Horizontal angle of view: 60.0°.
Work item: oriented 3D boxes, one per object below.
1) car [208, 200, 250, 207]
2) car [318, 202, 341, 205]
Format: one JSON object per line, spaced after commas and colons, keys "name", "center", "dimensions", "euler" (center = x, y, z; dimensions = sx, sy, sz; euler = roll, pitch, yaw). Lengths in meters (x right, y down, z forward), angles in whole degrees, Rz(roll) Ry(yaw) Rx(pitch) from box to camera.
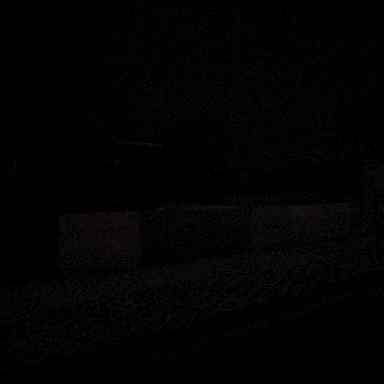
{"name": "car", "center": [3.808, 1.617, 34.614], "dimensions": [4.902, 1.511, 2.128], "euler": [0, 3, 41]}
{"name": "car", "center": [12.223, 1.619, 27.899], "dimensions": [4.902, 1.511, 2.128], "euler": [0, 3, 37]}
